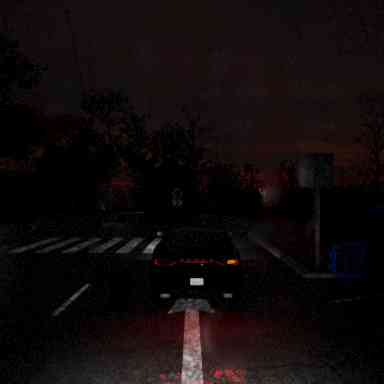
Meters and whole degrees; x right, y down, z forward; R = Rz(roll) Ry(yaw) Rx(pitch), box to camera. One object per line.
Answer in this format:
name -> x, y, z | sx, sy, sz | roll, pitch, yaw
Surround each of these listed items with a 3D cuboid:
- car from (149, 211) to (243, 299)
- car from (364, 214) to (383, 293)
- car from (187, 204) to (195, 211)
car -> 0.079, 1.476, 8.510 | 1.882, 1.535, 5.008 | 0, 0, 0
car -> 6.013, 1.234, 6.417 | 5.566, 2.045, 2.435 | 1, 0, -20
car -> -2.082, 1.733, 37.075 | 4.892, 1.490, 1.837 | 2, 0, 12
